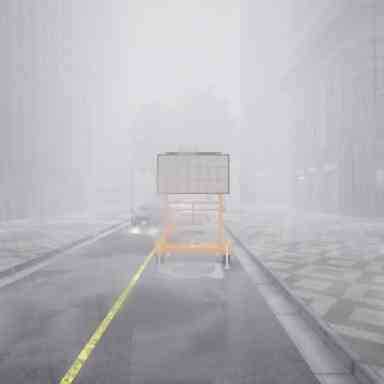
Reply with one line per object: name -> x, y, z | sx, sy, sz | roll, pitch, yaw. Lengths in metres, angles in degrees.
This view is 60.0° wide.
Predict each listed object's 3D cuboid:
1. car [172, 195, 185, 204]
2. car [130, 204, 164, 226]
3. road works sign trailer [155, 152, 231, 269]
car -> -2.815, 1.663, 63.968 | 1.895, 1.301, 4.718 | 0, 0, 1
car -> -3.018, 1.558, 23.544 | 2.033, 1.411, 5.357 | 0, 0, 0
road works sign trailer -> 0.041, 0.466, 11.182 | 2.380, 3.560, 2.880 | 0, 0, 0
